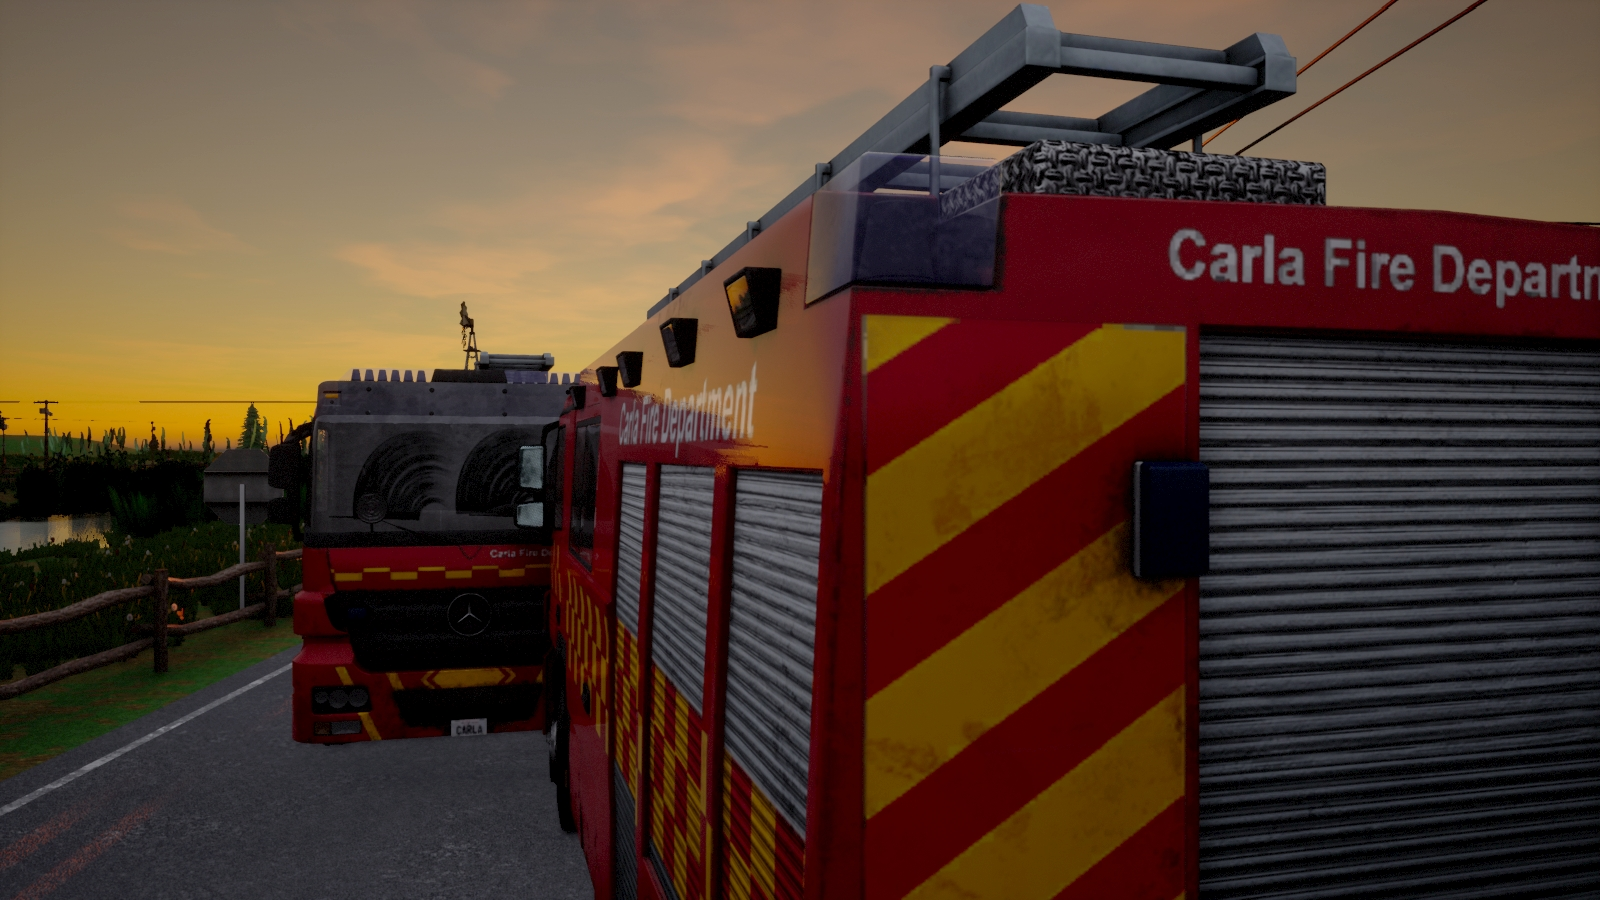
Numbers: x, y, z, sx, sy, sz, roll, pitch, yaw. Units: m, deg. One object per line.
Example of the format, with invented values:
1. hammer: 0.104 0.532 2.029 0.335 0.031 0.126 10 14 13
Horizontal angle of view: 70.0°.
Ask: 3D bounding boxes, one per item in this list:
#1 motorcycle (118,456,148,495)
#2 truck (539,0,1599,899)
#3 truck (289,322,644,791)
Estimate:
1. motorcycle: -41.468 1.577 71.039 0.803 2.348 2.033 0 0 -4
2. truck: 0.145 0.867 6.873 2.891 3.827 8.468 0 0 -16
3. truck: -3.938 0.862 13.792 2.891 3.827 8.468 0 0 -16
